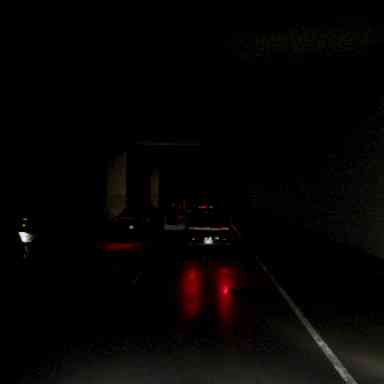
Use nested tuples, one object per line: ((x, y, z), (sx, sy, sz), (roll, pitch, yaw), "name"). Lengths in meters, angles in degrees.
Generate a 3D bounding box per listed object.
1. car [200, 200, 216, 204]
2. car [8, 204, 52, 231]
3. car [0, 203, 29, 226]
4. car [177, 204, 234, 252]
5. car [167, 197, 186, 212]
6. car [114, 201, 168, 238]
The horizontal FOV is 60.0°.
((1.480, 1.510, 31.405), (1.837, 1.490, 4.892), (0, 0, 3), "car")
((-9.720, 1.485, 20.028), (1.994, 1.385, 4.181), (0, 0, 3), "car")
((-13.114, 1.495, 22.207), (1.895, 1.301, 4.718), (0, 0, 3), "car")
((0.684, 1.494, 13.891), (2.128, 1.511, 4.902), (0, 0, 3), "car")
((-1.810, 1.331, 36.088), (2.097, 1.767, 4.553), (0, 0, 3), "car")
((-2.650, 1.454, 17.618), (1.882, 1.535, 5.008), (0, 0, 3), "car")
